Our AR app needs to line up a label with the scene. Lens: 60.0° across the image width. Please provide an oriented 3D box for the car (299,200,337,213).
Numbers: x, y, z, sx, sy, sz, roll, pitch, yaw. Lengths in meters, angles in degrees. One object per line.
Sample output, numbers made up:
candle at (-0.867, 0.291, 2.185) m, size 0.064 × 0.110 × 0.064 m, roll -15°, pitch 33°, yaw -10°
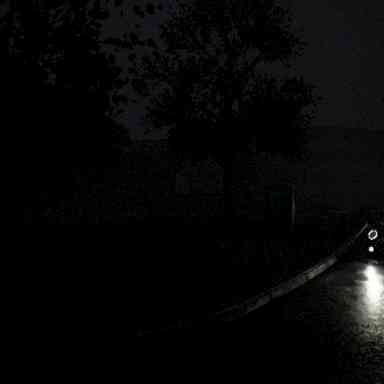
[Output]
car at (15.616, 1.799, 41.159) m, size 4.902 × 1.511 × 2.128 m, roll 0°, pitch 0°, yaw -19°

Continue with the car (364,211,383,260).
car at (7.528, 1.378, 11.826) m, size 2.097 × 1.767 × 4.553 m, roll 0°, pitch 0°, yaw 34°
